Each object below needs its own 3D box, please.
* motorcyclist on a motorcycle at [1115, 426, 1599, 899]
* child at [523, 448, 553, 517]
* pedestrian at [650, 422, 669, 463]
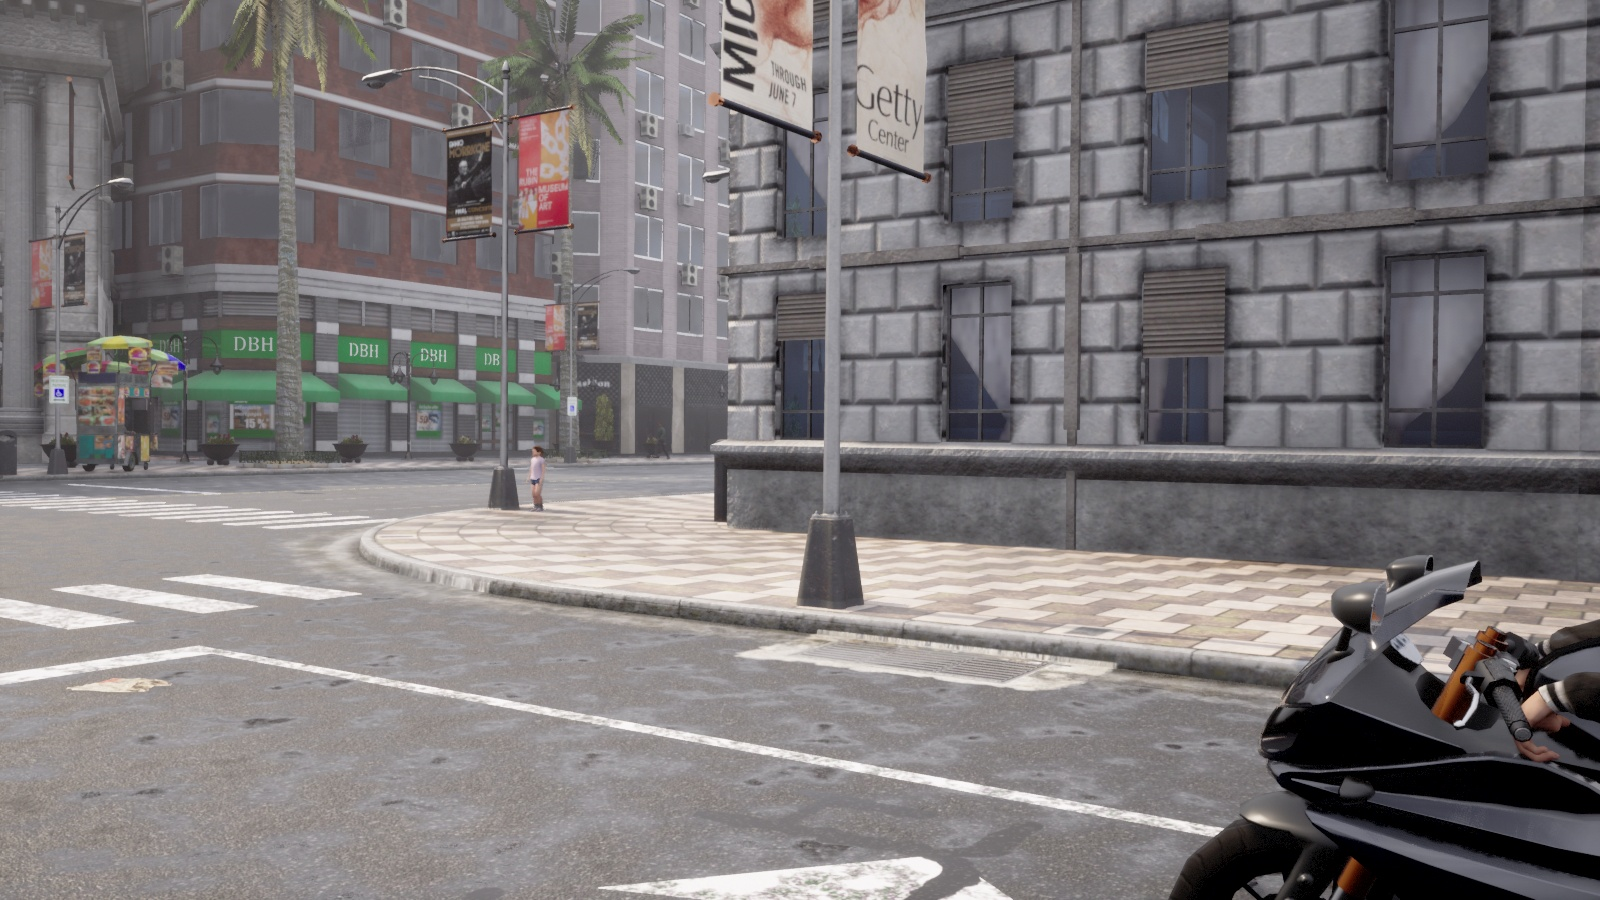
[{"bbox_3d":[1.824,0.717,2.412,2.191,1.530,0.866,0,1,34],"label":"motorcyclist on a motorcycle"},{"bbox_3d":[-4.263,0.527,20.450,0.255,1.110,0.394,0,1,42],"label":"child"},{"bbox_3d":[-6.632,-0.363,59.429,0.423,1.949,0.788,0,1,45],"label":"pedestrian"}]
